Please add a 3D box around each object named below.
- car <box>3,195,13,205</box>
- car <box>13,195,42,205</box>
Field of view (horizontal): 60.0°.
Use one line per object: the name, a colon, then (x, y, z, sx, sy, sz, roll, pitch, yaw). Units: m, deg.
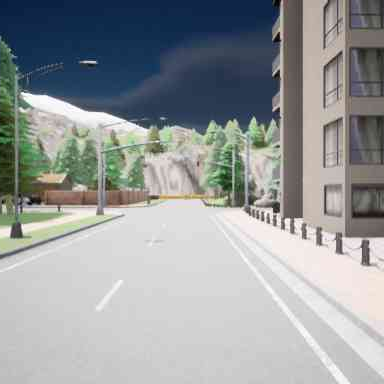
car: (-27.524, 1.121, 50.799, 1.905, 1.878, 3.866, 0, 0, -1)
car: (-25.019, 1.119, 51.246, 1.932, 1.855, 4.605, 0, 0, -1)
